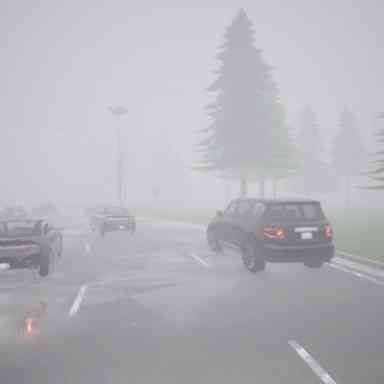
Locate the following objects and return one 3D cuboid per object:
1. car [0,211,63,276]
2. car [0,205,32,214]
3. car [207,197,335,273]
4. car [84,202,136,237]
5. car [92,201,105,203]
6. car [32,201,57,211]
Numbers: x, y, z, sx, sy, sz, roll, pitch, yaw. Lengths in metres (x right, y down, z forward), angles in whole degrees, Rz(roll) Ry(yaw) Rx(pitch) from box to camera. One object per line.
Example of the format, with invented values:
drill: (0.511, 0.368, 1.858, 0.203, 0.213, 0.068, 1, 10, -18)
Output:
car: (-5.187, 1.582, 10.320, 2.128, 1.511, 4.902, -1, 0, -16)
car: (-16.156, 1.845, 30.125, 1.994, 1.385, 4.181, -1, 0, -34)
car: (2.212, 1.194, 10.934, 2.150, 2.045, 5.566, -1, 0, -14)
car: (-4.600, 1.579, 18.887, 2.128, 1.511, 4.902, -1, 0, -26)
car: (-8.928, 1.656, 32.072, 2.128, 1.511, 4.902, -1, 0, -35)
car: (-16.286, 1.765, 36.478, 1.882, 1.535, 5.008, -1, 0, -35)
